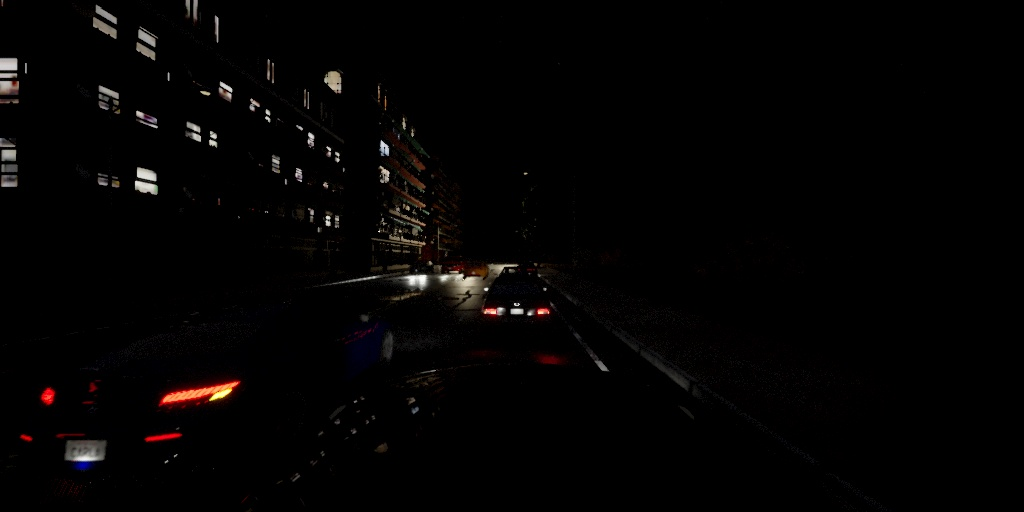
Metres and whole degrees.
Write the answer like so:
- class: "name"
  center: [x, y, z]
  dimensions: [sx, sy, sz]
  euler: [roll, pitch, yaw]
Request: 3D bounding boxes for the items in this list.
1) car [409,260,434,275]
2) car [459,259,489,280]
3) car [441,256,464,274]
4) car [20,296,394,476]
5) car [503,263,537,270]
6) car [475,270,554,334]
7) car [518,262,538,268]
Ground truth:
- class: "car"
  center: [-9.818, 1.245, 39.300]
  dimensions: [2.128, 1.511, 4.902]
  euler: [0, 0, 0]
- class: "car"
  center: [-3.125, 1.231, 31.635]
  dimensions: [1.882, 1.535, 5.008]
  euler: [0, 0, 0]
- class: "car"
  center: [-6.567, 0.975, 40.672]
  dimensions: [2.150, 2.045, 5.566]
  euler: [0, 0, 0]
- class: "car"
  center: [-3.148, 1.276, 4.953]
  dimensions: [1.812, 1.442, 4.674]
  euler: [0, 0, 0]
- class: "car"
  center: [0.116, 1.300, 20.955]
  dimensions: [2.033, 1.411, 5.357]
  euler: [0, 0, 0]
- class: "car"
  center: [0.110, 1.299, 10.593]
  dimensions: [2.033, 1.411, 5.357]
  euler: [0, 0, 0]
- class: "car"
  center: [1.163, 1.259, 30.722]
  dimensions: [1.837, 1.490, 4.892]
  euler: [0, 0, 0]
